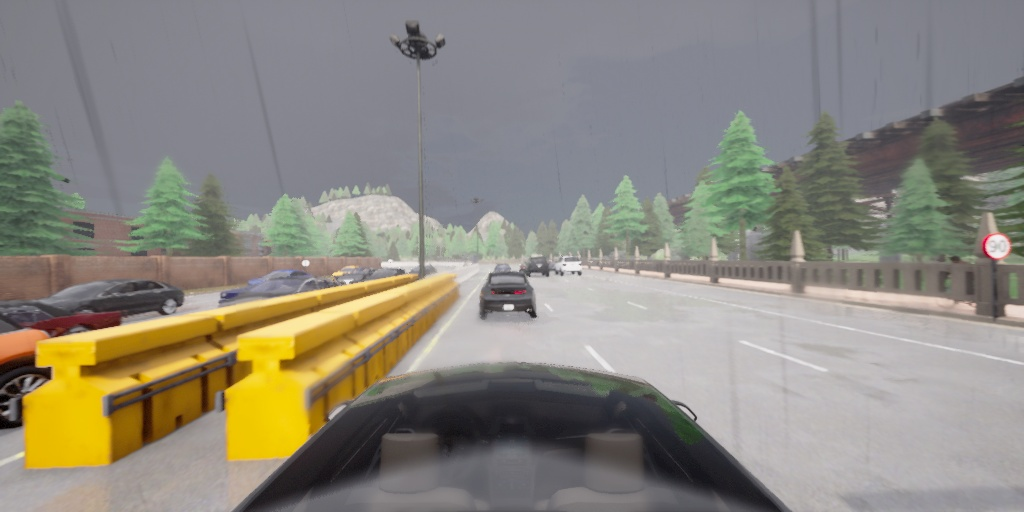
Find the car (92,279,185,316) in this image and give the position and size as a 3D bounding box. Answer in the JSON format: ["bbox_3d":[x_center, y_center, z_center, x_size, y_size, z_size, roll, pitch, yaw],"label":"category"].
[{"bbox_3d":[-14.367,1.608,12.748,1.837,1.490,4.892,-1,0,-2],"label":"car"}]

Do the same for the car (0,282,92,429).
[{"bbox_3d":[-7.051,1.254,2.842,2.097,1.767,4.553,-1,0,-2],"label":"car"}]

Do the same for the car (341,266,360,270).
[{"bbox_3d":[-11.304,1.601,26.903,2.128,1.511,4.902,-1,0,-2],"label":"car"}]

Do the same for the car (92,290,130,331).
[{"bbox_3d":[-10.671,1.598,6.732,1.895,1.301,4.718,-1,0,-2],"label":"car"}]

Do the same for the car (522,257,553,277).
[{"bbox_3d":[2.550,1.095,37.182,2.150,2.045,5.566,-1,0,-2],"label":"car"}]

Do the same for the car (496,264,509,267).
[{"bbox_3d":[-0.939,1.493,37.000,2.033,1.411,5.357,-1,0,-2],"label":"car"}]

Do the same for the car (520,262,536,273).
[{"bbox_3d":[2.098,1.543,48.983,1.895,1.301,4.718,-1,0,-2],"label":"car"}]

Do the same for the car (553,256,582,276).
[{"bbox_3d":[5.951,1.030,38.316,2.150,2.045,5.566,-1,0,-2],"label":"car"}]

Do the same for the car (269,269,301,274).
[{"bbox_3d":[-14.690,1.639,23.168,1.882,1.535,5.008,-1,0,-2],"label":"car"}]

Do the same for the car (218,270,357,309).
[{"bbox_3d":[-7.337,1.444,11.895,2.128,1.511,4.902,-1,0,-2],"label":"car"}]

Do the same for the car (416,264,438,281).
[{"bbox_3d":[-7.964,1.547,32.661,1.882,1.535,5.008,-1,0,-1],"label":"car"}]

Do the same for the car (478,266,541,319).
[{"bbox_3d":[-0.180,1.316,13.290,1.837,1.490,4.892,-1,0,-2],"label":"car"}]

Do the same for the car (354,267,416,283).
[{"bbox_3d":[-7.657,1.516,22.170,1.837,1.490,4.892,-1,0,-1],"label":"car"}]

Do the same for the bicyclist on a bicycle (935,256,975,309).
[{"bbox_3d":[13.683,0.812,10.924,1.656,1.620,0.582,-1,0,-2],"label":"bicyclist on a bicycle"}]

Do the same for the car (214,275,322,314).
[{"bbox_3d":[-10.987,1.653,16.653,1.895,1.301,4.718,-1,0,-2],"label":"car"}]

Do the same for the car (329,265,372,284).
[{"bbox_3d":[-14.988,1.697,33.621,1.882,1.535,5.008,-1,0,-1],"label":"car"}]
